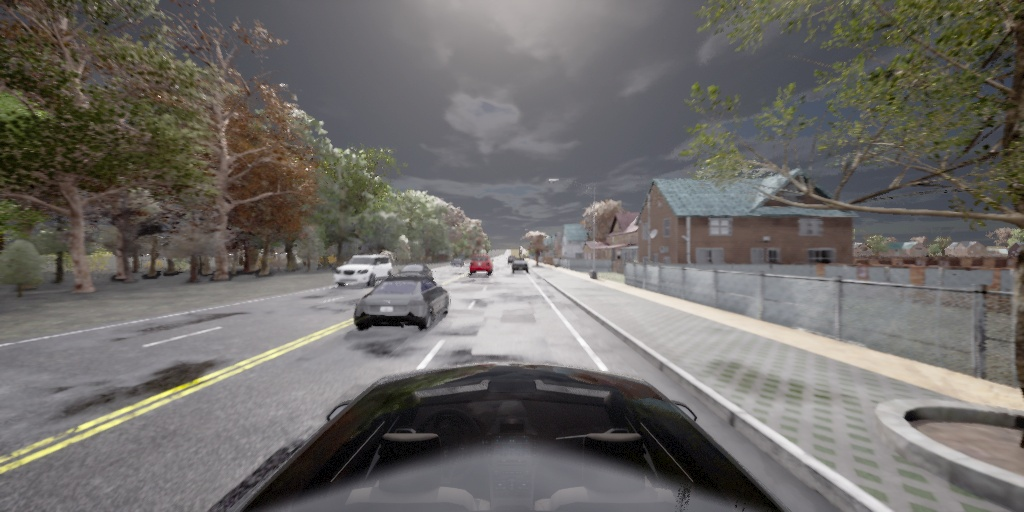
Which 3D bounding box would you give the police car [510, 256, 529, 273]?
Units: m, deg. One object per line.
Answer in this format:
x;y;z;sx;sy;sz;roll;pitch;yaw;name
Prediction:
0.966;1.125;41.908;1.930;1.638;5.238;0;0;0;police car

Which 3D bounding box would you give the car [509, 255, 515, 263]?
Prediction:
0.963;1.034;51.768;2.097;1.767;4.553;0;0;0;car

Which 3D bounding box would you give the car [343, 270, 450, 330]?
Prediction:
-3.160;1.306;11.057;1.994;1.385;4.181;0;0;0;car

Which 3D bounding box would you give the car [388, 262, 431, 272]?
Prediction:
-6.598;1.251;24.462;1.812;1.442;4.674;0;0;0;car

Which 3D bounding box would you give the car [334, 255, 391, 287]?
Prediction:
-9.850;0.946;24.334;2.150;2.045;5.566;0;0;0;car

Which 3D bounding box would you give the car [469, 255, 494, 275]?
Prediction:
-3.158;0.929;37.742;2.150;2.045;5.566;0;0;0;car
